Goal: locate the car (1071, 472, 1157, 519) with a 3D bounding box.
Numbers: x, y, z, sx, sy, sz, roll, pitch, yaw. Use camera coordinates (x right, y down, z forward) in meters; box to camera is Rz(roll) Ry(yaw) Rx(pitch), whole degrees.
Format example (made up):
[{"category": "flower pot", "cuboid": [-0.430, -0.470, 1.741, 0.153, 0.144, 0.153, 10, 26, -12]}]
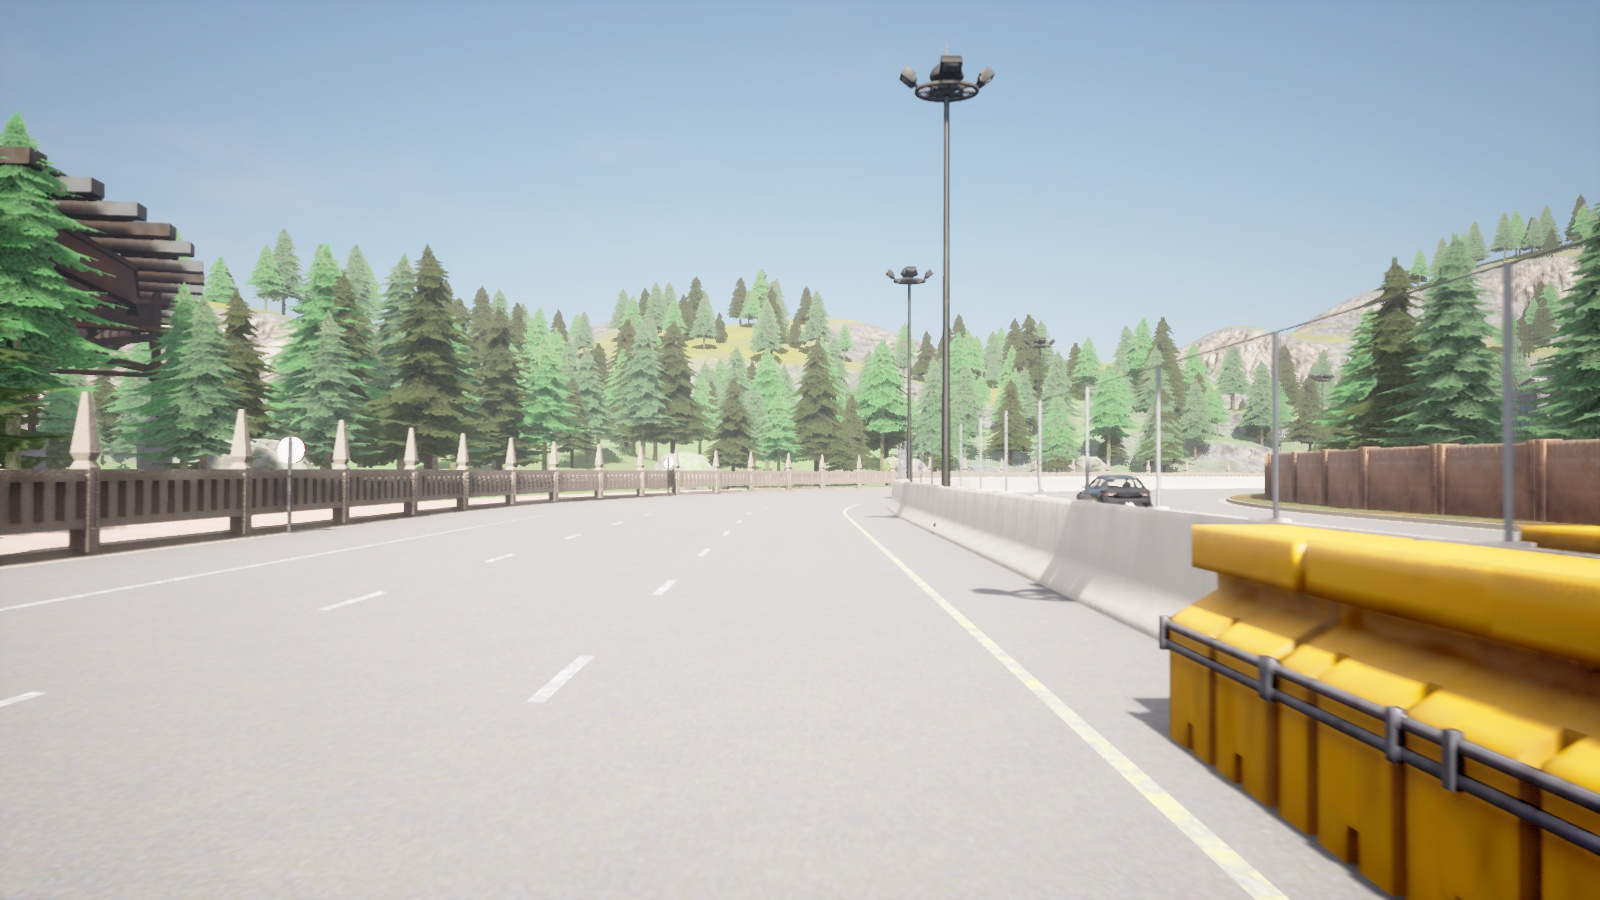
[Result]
[{"category": "car", "cuboid": [10.398, 1.487, 41.889, 1.816, 1.474, 4.193, 0, -1, 0]}]
